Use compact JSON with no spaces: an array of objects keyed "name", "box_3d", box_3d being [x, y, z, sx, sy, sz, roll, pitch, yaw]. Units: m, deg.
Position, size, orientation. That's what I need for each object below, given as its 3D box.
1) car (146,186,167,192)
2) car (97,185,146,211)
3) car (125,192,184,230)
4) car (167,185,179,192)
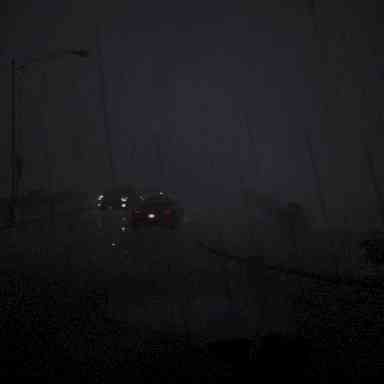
[{"name":"car","box_3d":[-4.236,0.192,33.222,2.033,1.411,5.357,1,2,5]},{"name":"car","box_3d":[-5.055,0.345,23.742,2.097,1.767,4.553,1,2,5]},{"name":"car","box_3d":[-1.526,0.912,16.014,1.994,1.385,4.181,1,2,5]},{"name":"car","box_3d":[-2.964,-0.318,47.564,1.994,1.385,4.181,1,2,5]}]
